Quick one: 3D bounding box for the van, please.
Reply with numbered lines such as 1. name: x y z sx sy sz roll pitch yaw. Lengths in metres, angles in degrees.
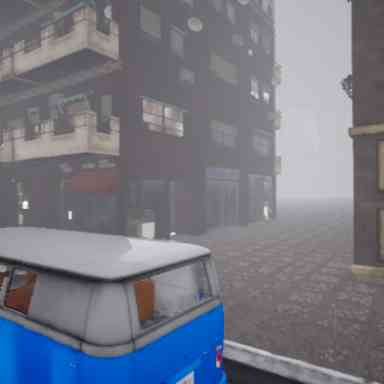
1. van: -1.573 1.373 3.842 3.998 1.788 1.690 -1 0 35
